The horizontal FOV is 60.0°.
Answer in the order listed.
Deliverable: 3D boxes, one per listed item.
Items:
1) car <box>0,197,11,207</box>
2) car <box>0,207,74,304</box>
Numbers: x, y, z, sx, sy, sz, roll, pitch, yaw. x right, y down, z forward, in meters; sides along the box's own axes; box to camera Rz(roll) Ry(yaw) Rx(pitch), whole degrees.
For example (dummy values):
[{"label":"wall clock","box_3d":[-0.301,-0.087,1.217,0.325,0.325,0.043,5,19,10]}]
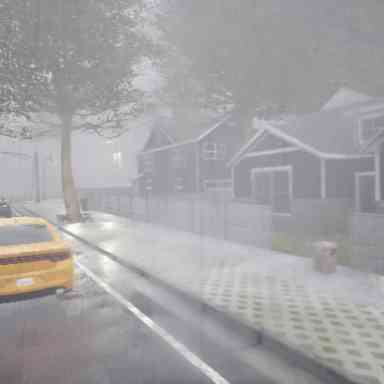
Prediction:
[{"label":"car","box_3d":[-13.689,1.100,23.048,2.128,1.511,4.902,-2,2,-32]},{"label":"car","box_3d":[-4.154,1.330,7.760,1.882,1.535,5.008,-2,2,-32]}]
